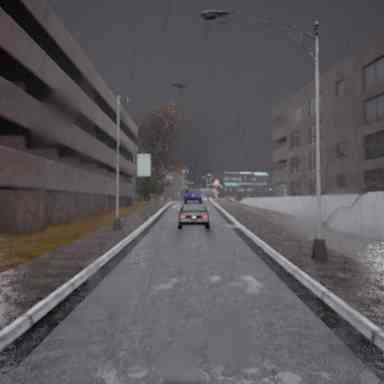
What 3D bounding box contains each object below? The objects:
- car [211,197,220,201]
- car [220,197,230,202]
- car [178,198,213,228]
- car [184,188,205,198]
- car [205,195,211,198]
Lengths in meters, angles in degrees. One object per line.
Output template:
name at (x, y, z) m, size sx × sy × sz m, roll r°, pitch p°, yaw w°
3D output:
car at (4.901, 2.216, 94.200) m, size 2.185 × 1.767 × 4.553 m, roll 4°, pitch -4°, yaw -31°
car at (7.874, 2.467, 94.698) m, size 2.185 × 1.767 × 4.553 m, roll 6°, pitch -4°, yaw -31°
car at (0.110, 1.337, 20.344) m, size 2.033 × 1.411 × 5.357 m, roll 0°, pitch 1°, yaw 0°
car at (0.137, 0.487, 41.634) m, size 2.150 × 2.045 × 5.566 m, roll 0°, pitch 0°, yaw 0°
car at (2.021, 1.923, 93.613) m, size 2.435 × 2.045 × 5.566 m, roll 1°, pitch -3°, yaw -30°
